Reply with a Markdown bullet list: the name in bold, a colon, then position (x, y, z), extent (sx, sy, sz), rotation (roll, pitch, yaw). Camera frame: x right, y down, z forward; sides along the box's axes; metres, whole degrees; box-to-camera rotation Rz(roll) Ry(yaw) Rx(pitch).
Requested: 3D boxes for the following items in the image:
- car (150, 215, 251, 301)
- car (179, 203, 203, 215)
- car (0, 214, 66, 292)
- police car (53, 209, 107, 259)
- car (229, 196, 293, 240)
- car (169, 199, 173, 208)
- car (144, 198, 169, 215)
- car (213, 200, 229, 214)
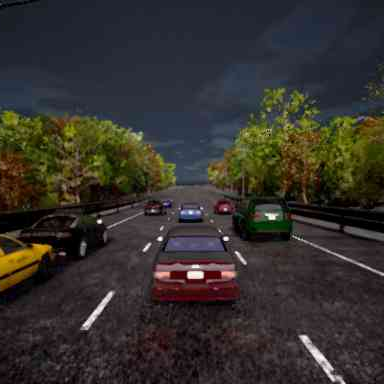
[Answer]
- **car**: position (0.042, 1.558, 8.549), extent (2.033, 1.411, 5.357), rotation (0, 0, 0)
- **car**: position (-0.112, 1.583, 27.075), extent (2.033, 1.411, 5.357), rotation (0, 0, 0)
- **car**: position (-4.594, 1.484, 6.938), extent (1.801, 1.575, 5.366), rotation (0, 0, 0)
- **police car**: position (-4.644, 1.461, 12.861), extent (1.930, 1.638, 5.238), rotation (0, 0, 0)
- **car**: position (3.468, 1.229, 17.166), extent (2.150, 2.045, 5.566), rotation (0, 0, 0)
- **car**: position (-3.873, 1.588, 48.051), extent (1.994, 1.385, 4.181), rotation (0, 0, 0)
- **car**: position (-3.743, 1.561, 34.228), extent (1.837, 1.490, 4.892), rotation (0, -1, 0)
- **car**: position (3.317, 1.556, 35.467), extent (1.812, 1.442, 4.674), rotation (0, 0, 0)
